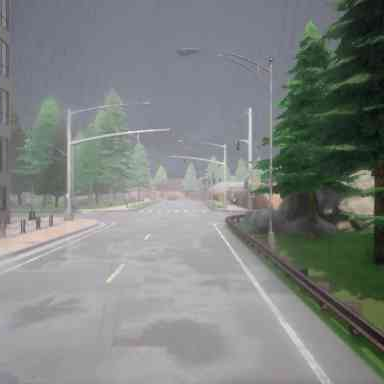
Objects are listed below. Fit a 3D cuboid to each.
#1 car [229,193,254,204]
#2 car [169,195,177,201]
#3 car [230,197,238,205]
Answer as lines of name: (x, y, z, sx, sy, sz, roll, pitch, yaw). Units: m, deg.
car: (8.432, 1.144, 56.914, 3.866, 1.878, 1.905, 0, 0, -1)
car: (-4.755, 1.514, 82.345, 1.994, 1.385, 4.181, 0, 0, -7)
car: (8.847, 1.142, 54.404, 4.605, 1.855, 1.932, 0, 0, -1)
